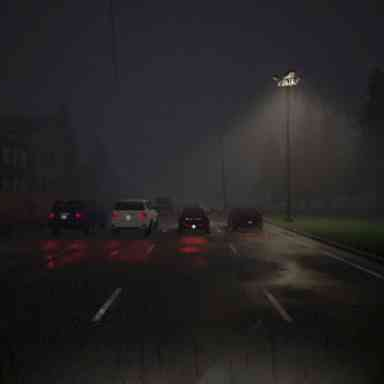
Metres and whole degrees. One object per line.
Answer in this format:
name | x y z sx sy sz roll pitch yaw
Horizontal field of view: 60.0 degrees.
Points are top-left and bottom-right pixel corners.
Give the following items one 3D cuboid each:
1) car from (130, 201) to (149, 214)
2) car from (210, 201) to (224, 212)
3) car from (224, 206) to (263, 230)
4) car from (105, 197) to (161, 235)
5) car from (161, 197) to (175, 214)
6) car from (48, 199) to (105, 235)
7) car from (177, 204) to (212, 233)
car | -6.944 2.030 44.340 1.812 1.442 4.674 0 0 0
car | 3.573 2.057 46.792 1.812 1.442 4.674 0 -1 0
car | 3.601 1.741 23.147 1.882 1.535 5.008 0 0 0
car | -3.399 1.455 20.461 2.150 2.045 5.566 0 -1 0
car | -3.464 1.700 41.956 2.150 2.045 5.566 0 0 0
car | -6.899 1.458 20.610 2.150 2.045 5.566 0 0 0
car | 0.101 1.750 21.496 1.837 1.490 4.892 0 0 0
